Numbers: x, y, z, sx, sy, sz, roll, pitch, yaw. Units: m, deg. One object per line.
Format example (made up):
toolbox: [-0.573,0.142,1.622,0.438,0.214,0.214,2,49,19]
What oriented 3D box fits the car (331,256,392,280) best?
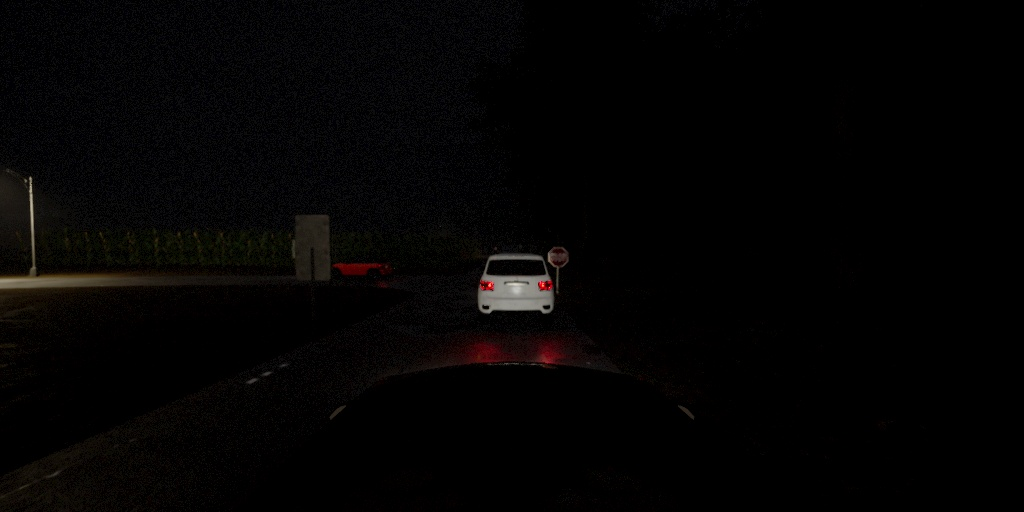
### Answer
car: [-11.696,0.798,27.555,4.553,1.767,2.097,1,3,7]

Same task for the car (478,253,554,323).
car: [0.081,0.936,12.050,2.150,2.045,5.566,0,0,-1]
